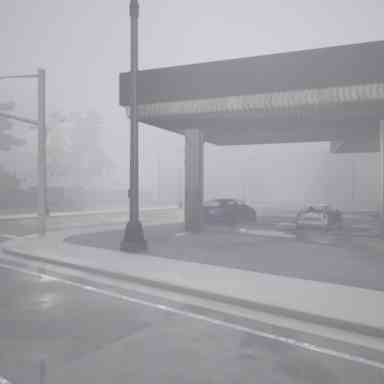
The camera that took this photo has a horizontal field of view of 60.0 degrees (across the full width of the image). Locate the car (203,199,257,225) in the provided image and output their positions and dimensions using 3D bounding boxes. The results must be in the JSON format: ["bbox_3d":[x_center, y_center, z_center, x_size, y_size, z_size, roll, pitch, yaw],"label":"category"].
[{"bbox_3d":[2.590,1.286,22.629,2.242,1.667,4.611,0,0,37],"label":"car"}]

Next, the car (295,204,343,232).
[{"bbox_3d":[7.664,1.452,19.828,1.970,1.475,3.806,0,0,37],"label":"car"}]
